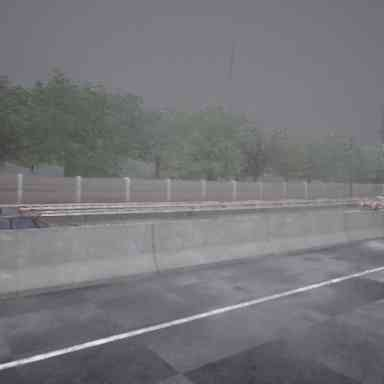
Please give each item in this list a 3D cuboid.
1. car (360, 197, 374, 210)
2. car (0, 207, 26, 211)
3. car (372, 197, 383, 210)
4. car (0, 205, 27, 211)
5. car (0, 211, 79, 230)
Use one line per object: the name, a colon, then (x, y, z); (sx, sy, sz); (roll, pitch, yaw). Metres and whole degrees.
car: (23.219, 1.414, 42.032); (4.553, 1.767, 2.097); (0, 0, -35)
car: (-10.209, 1.540, 13.907); (5.357, 1.411, 2.033); (1, -1, -36)
car: (22.497, 1.608, 37.227); (4.674, 1.442, 1.812); (0, 0, -35)
car: (-10.690, 1.495, 17.862); (5.008, 1.535, 1.882); (1, 0, -36)
car: (-6.805, 1.563, 12.036); (5.357, 1.411, 2.033); (1, 0, -35)
